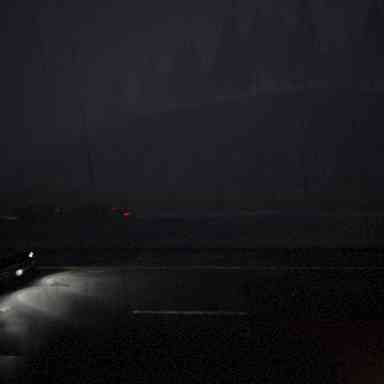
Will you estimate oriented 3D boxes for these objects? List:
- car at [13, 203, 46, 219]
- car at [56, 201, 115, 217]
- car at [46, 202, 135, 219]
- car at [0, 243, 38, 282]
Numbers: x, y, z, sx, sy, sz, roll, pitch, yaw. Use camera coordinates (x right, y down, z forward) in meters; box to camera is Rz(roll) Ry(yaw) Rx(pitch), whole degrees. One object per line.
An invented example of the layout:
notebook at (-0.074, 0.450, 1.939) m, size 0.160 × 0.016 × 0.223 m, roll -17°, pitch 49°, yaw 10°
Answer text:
car at (-12.216, 1.570, 26.929) m, size 4.181 × 1.385 × 1.994 m, roll -1°, pitch 1°, yaw 10°
car at (-9.529, 1.546, 29.943) m, size 4.718 × 1.301 × 1.895 m, roll -1°, pitch 0°, yaw 8°
car at (-6.607, 1.499, 22.479) m, size 5.357 × 1.411 × 2.033 m, roll -1°, pitch 0°, yaw 5°
car at (-6.821, 1.597, 8.287) m, size 5.357 × 1.411 × 2.033 m, roll -1°, pitch 0°, yaw 5°
